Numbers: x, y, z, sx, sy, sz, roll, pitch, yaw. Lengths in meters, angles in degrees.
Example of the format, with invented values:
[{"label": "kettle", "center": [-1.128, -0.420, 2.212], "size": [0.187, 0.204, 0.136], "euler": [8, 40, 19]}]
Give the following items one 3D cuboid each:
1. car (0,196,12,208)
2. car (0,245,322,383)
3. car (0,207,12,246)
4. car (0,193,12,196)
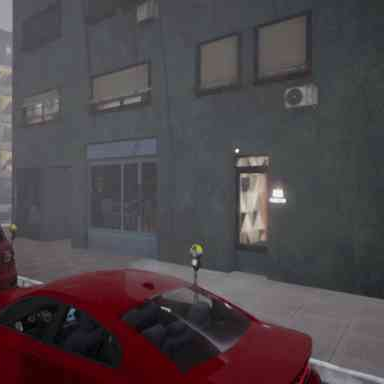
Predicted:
[{"label": "car", "center": [-17.508, 1.329, 28.837], "size": [1.895, 1.301, 4.718], "euler": [1, 1, 35]}, {"label": "car", "center": [-1.018, 1.541, 3.571], "size": [4.507, 1.381, 1.887], "euler": [0, 0, 35]}, {"label": "car", "center": [-5.546, 1.305, 6.742], "size": [5.009, 1.841, 2.192], "euler": [0, 0, 35]}, {"label": "car", "center": [-18.566, 0.994, 31.832], "size": [2.192, 1.841, 5.009], "euler": [2, 2, 35]}]
